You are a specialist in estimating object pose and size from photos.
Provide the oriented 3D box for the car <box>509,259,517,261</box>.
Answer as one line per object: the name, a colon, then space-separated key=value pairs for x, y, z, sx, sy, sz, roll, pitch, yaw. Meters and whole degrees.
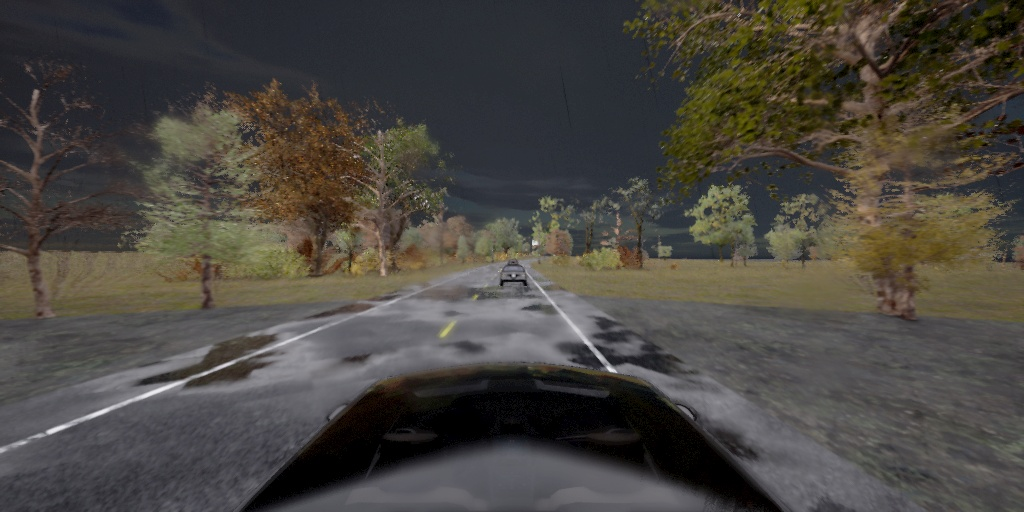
car: x=0.256 y=1.309 z=62.229 sx=1.837 sy=1.490 sz=4.892 roll=0 pitch=0 yaw=1

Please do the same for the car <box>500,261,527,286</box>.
car: x=0.106 y=1.319 z=25.737 sx=2.033 sy=1.411 sz=5.357 roll=0 pitch=0 yaw=0
